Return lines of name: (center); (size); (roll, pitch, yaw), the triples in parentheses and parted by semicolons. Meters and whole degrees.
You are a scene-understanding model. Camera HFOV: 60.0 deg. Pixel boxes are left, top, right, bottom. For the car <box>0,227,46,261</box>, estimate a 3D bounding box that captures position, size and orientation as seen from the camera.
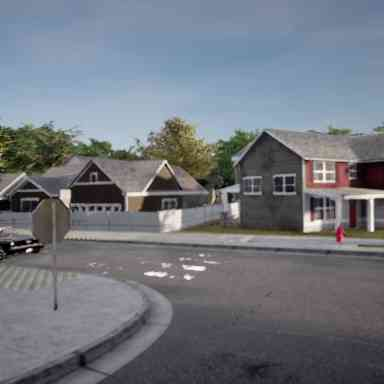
car: (-9.140, 2.339, 15.741); (4.718, 1.301, 1.895); (-2, 0, 28)
